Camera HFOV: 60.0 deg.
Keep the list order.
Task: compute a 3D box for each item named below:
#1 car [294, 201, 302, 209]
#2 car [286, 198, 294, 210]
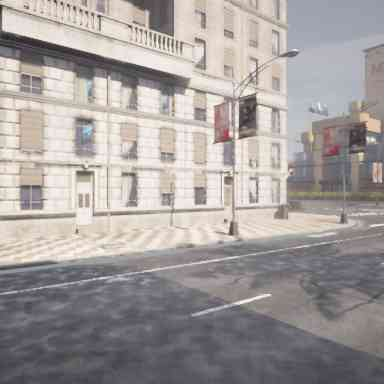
[{"bbox_3d":[12.325,1.502,44.292,1.837,1.490,4.892,0,1,-36],"label":"car"},{"bbox_3d":[9.939,1.353,41.620,2.097,1.767,4.553,0,0,-36],"label":"car"}]
